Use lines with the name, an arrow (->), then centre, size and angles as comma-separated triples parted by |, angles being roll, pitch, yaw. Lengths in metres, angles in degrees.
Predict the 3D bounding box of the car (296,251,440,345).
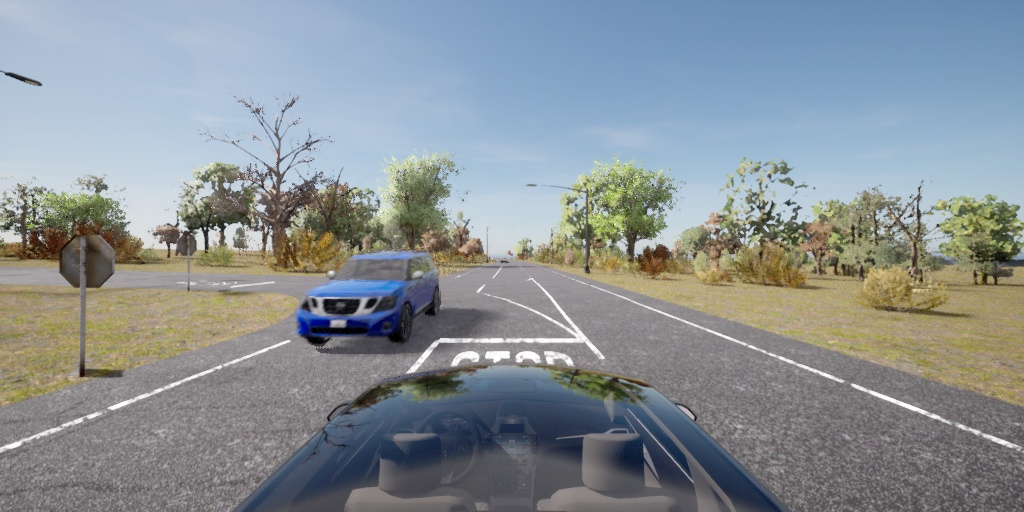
car -> -3.473, 0.914, 9.939 | 2.150, 2.045, 5.566 | 0, 2, 0
